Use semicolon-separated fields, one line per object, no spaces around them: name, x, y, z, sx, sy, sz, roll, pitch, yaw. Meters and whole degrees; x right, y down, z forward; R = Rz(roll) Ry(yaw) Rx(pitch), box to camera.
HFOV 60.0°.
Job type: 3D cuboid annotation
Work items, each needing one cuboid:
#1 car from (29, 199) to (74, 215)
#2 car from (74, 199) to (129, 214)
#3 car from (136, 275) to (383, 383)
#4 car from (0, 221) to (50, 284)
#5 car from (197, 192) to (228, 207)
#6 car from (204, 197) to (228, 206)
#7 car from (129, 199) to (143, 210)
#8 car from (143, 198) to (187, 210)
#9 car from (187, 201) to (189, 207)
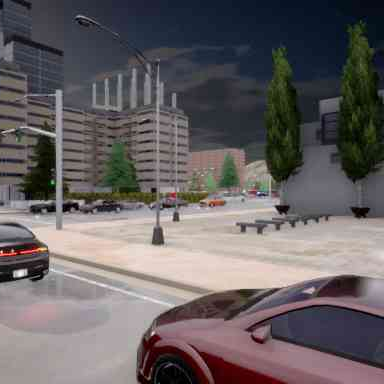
car;-14.318;1.478;34.805;1.882;1.535;5.008;0;0;40
car;-9.461;1.505;35.123;1.837;1.490;4.892;0;0;40
car;1.422;1.564;3.226;4.181;1.385;1.994;0;0;37
car;-5.557;1.505;8.734;4.892;1.490;1.837;0;0;40
car;3.023;1.352;49.835;2.097;1.767;4.553;0;0;40
car;4.063;1.564;56.443;1.994;1.385;4.181;0;0;41
car;-8.281;1.601;41.930;1.895;1.301;4.718;0;0;40
car;-3.379;1.491;42.300;2.128;1.511;4.902;0;0;40
car;-2.414;1.564;48.844;1.994;1.385;4.181;0;0;41
